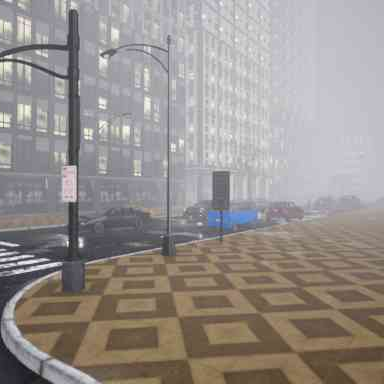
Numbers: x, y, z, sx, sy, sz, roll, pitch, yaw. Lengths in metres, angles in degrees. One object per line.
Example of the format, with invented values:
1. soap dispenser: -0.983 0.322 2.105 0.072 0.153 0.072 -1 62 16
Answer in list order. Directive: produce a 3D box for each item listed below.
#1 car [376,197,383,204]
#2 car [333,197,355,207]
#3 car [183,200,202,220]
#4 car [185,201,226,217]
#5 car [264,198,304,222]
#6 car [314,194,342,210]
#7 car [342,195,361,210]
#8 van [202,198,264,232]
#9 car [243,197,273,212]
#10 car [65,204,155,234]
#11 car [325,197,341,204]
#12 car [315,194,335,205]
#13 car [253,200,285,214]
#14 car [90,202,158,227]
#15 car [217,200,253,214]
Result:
1. car: 38.092 1.658 66.582 1.947 1.339 4.313 0 0 38
2. car: 23.991 1.552 52.291 2.128 1.511 4.902 0 0 37
3. car: 1.253 1.375 27.567 2.097 1.767 4.553 0 0 38
4. car: 1.316 1.604 31.700 1.802 1.307 4.206 0 0 38
5. car: 7.561 1.472 26.894 1.967 1.590 4.097 0 0 38
6. car: 17.940 1.400 44.430 2.097 1.767 4.553 0 0 38
7. car: 21.131 1.368 44.534 2.192 1.841 5.009 0 0 38
8. van: 2.601 1.368 20.264 1.690 1.788 3.998 0 0 38
9. car: 8.101 1.471 40.520 1.967 1.590 4.097 0 0 38
10. car: -4.723 1.564 19.806 2.033 1.411 5.357 0 0 38
11. car: 28.455 1.624 66.978 2.008 1.369 4.403 0 0 38
12. car: 25.063 1.381 62.569 2.192 1.841 5.009 0 0 38
13. car: 8.684 1.596 37.212 1.994 1.385 4.181 0 0 37
14. car: -4.790 1.540 23.975 1.752 1.417 4.829 0 0 38
15. car: 4.708 1.571 36.110 1.887 1.381 4.507 0 0 38
